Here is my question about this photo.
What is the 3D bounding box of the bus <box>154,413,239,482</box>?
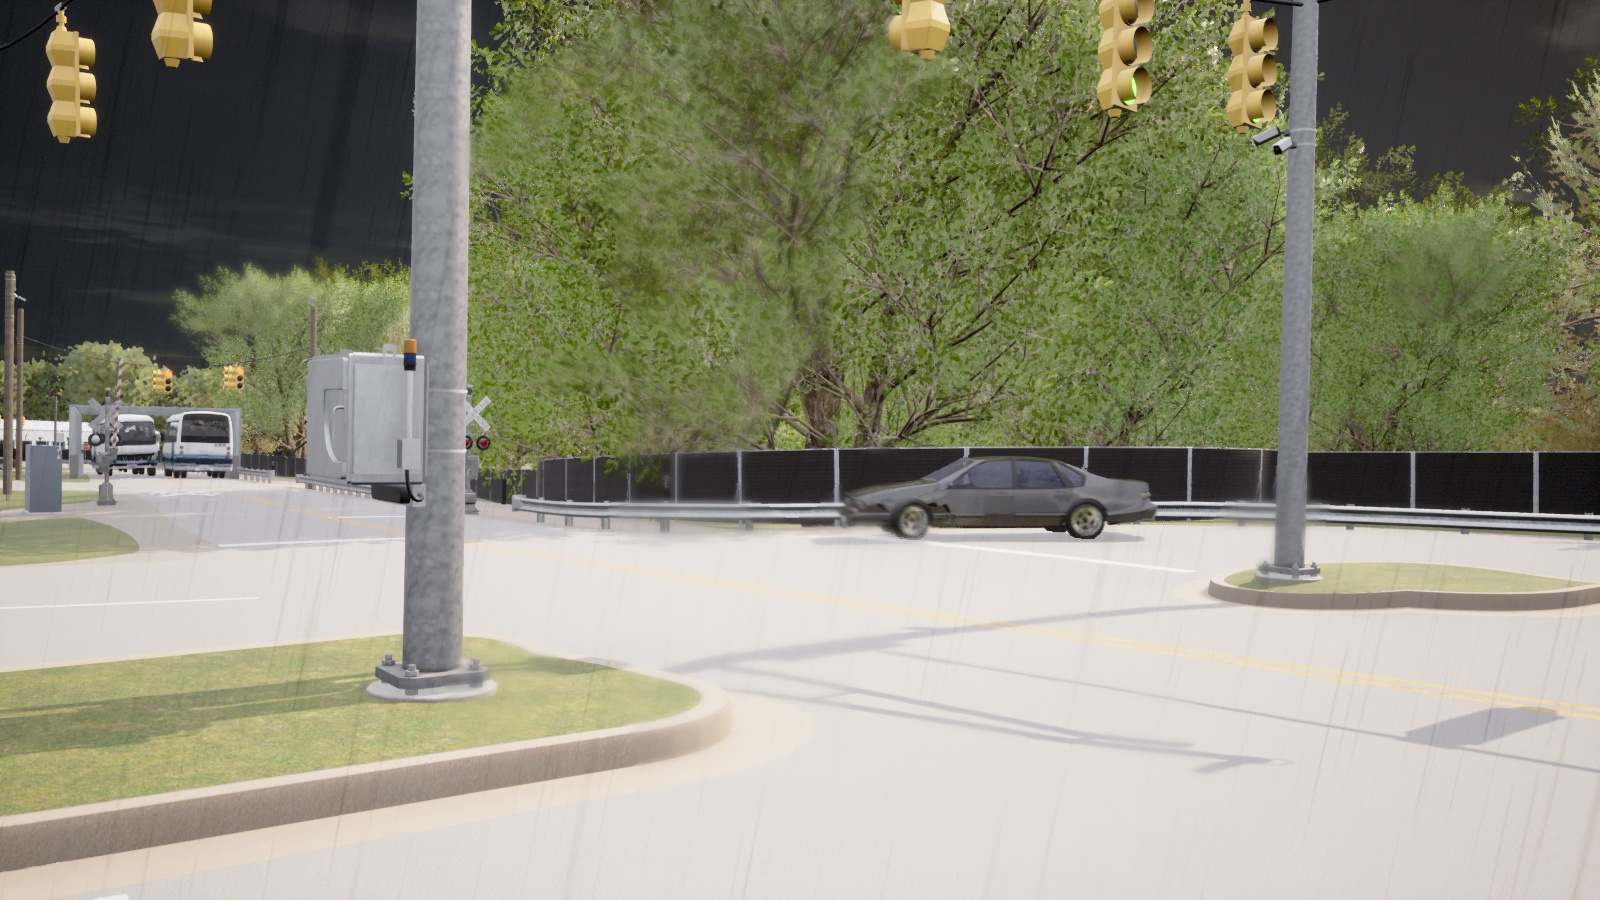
[{"bbox_3d":[-40.005,-0.134,83.040,3.944,4.253,10.273,2,-1,-32],"label":"bus"}]

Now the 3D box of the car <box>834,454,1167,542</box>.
[{"bbox_3d":[3.391,0.790,21.834,5.357,1.411,2.033,0,0,-6],"label":"car"}]
